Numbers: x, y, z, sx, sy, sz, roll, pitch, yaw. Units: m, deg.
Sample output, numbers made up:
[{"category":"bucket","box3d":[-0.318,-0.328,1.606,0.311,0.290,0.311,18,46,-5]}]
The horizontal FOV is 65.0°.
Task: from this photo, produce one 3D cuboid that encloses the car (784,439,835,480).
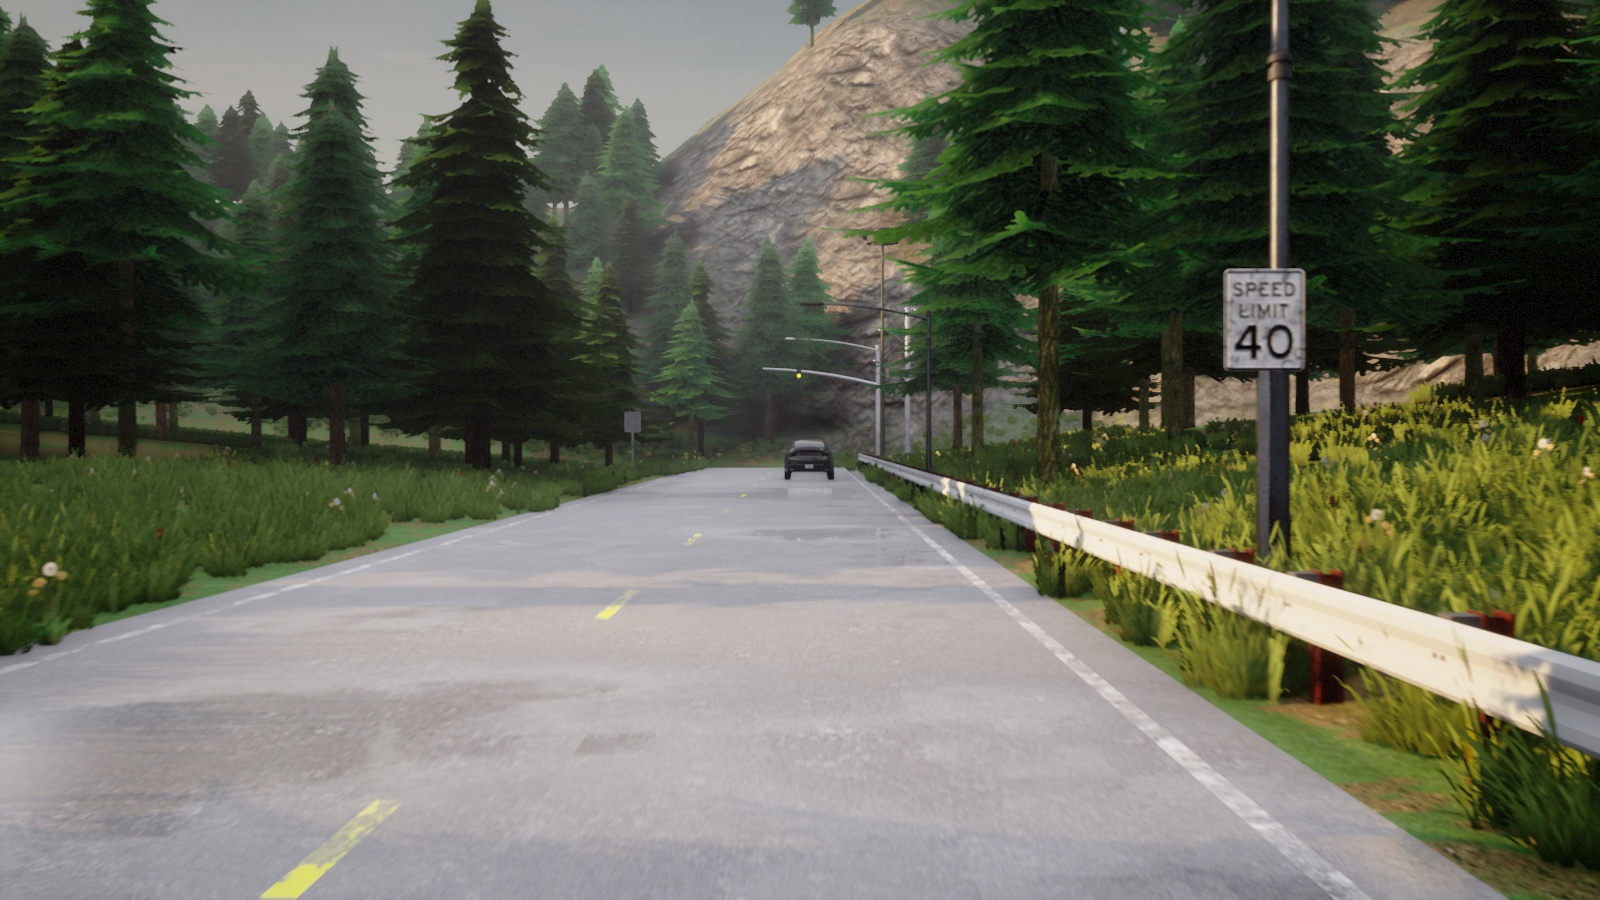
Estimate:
[{"category":"car","box3d":[0.350,0.346,47.984,1.837,1.490,4.892,0,0,0]}]
